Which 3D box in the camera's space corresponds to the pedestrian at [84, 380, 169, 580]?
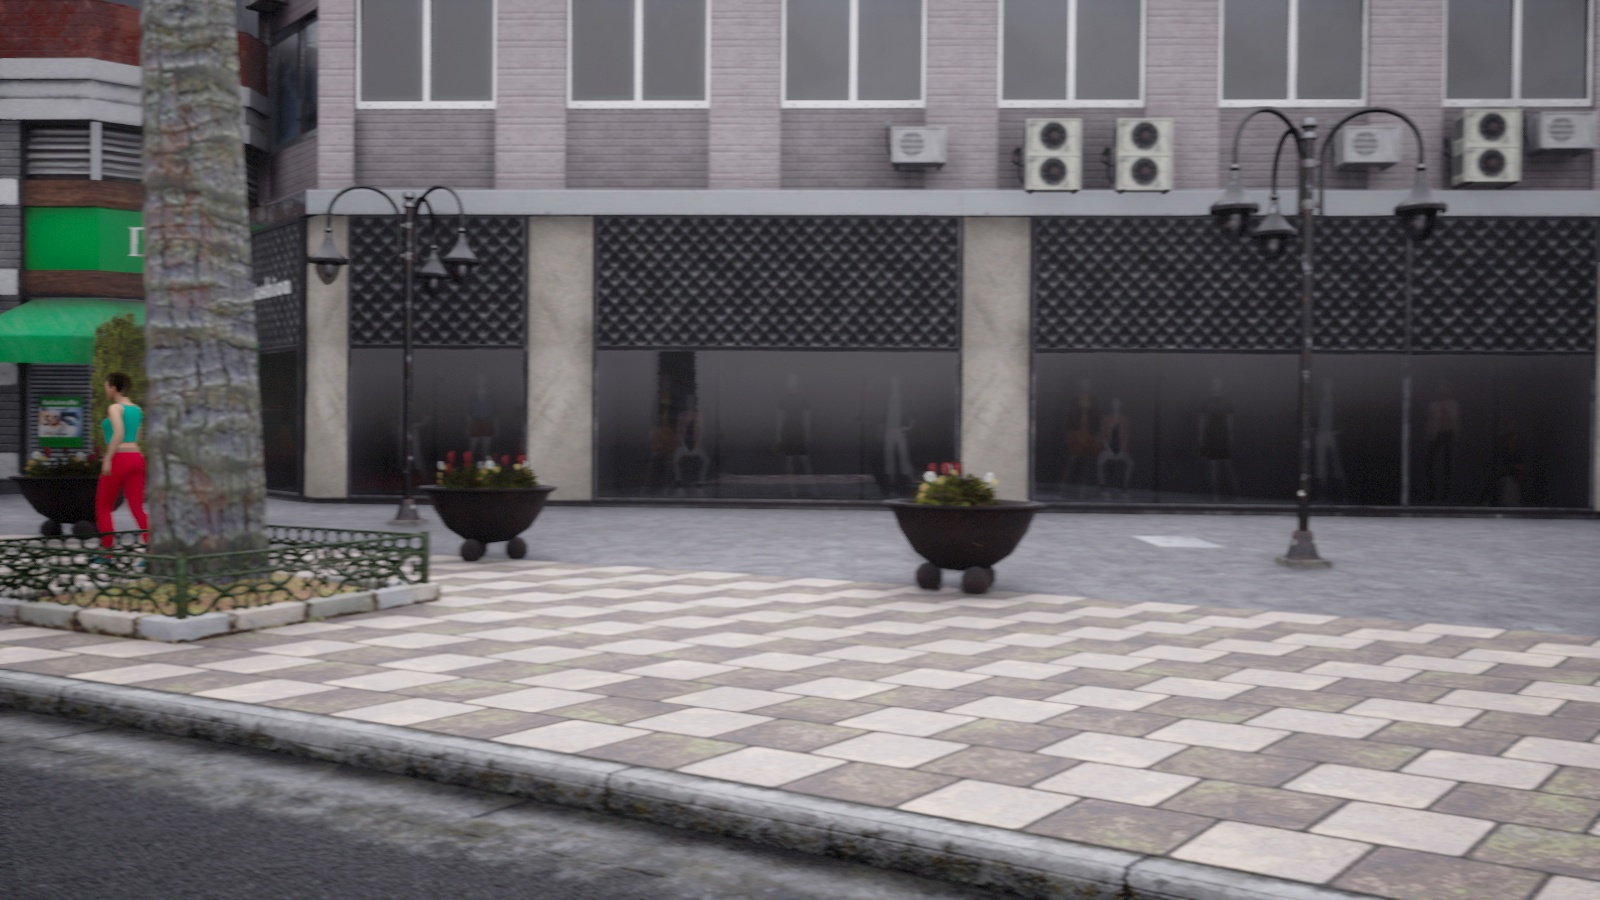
[{"bbox_3d":[-6.300,0.279,11.758,0.594,1.836,0.345,0,1,13],"label":"pedestrian"}]
